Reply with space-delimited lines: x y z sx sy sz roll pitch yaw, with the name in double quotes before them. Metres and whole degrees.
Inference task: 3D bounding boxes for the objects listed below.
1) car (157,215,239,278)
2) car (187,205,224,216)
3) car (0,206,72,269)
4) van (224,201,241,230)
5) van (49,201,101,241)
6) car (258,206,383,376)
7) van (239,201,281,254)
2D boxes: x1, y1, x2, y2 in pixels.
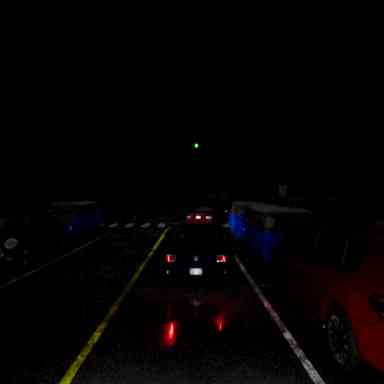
"car" 0.099 1.605 10.142 1.895 1.301 4.718 0 0 0
"car" 1.195 1.568 22.199 2.033 1.411 5.357 0 0 19
"car" -5.764 1.445 10.951 1.967 1.590 4.097 0 0 0
"van" 2.761 1.349 16.388 1.690 1.788 3.998 0 0 0
"van" -5.764 1.349 16.389 1.690 1.788 3.998 0 0 0
"car" 2.761 1.317 5.513 2.192 1.841 5.009 0 0 0
"van" 2.761 1.346 10.951 1.690 1.788 3.998 0 0 0
